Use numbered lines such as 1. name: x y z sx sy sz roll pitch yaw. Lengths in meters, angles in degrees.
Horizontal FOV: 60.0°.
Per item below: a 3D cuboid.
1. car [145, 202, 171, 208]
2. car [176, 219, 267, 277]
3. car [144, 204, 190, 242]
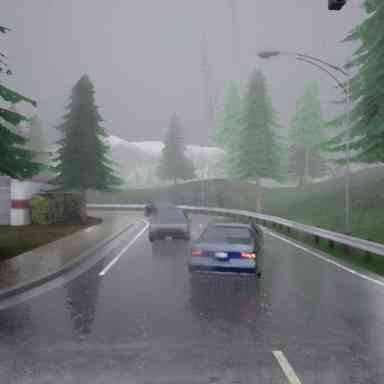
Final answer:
1. car: -2.566 1.518 28.022 2.033 1.411 5.357 0 0 -23
2. car: 1.274 1.533 10.296 2.033 1.411 5.357 0 0 13
3. car: -1.033 1.527 16.492 2.033 1.411 5.357 0 0 -2
